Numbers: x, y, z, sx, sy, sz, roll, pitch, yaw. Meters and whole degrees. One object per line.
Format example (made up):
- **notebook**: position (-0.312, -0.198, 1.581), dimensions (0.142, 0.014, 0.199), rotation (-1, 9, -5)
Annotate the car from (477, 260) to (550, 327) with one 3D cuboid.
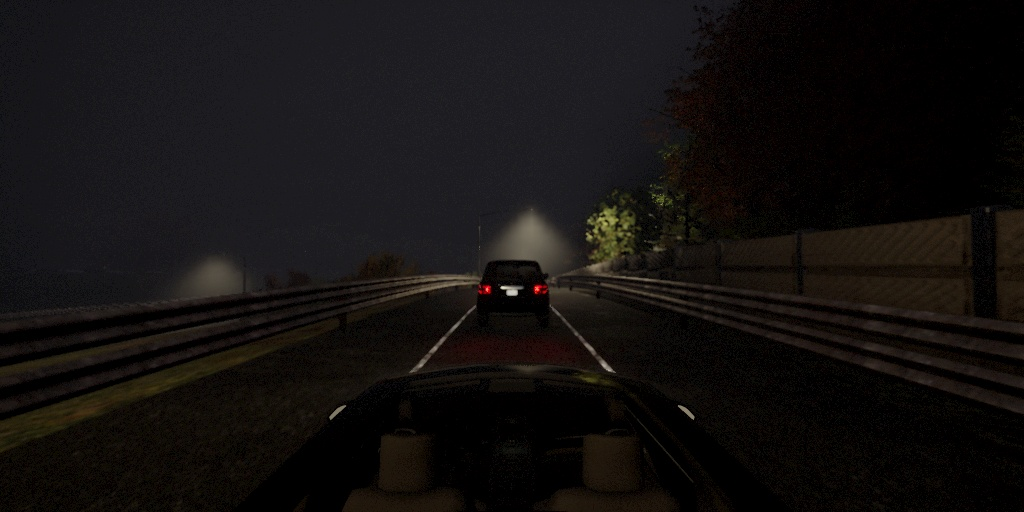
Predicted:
- **car**: position (0.114, 1.169, 12.504), dimensions (2.150, 2.045, 5.566), rotation (0, -2, 2)
